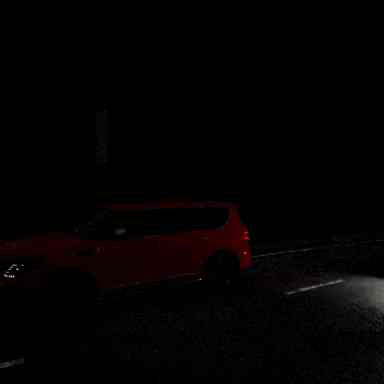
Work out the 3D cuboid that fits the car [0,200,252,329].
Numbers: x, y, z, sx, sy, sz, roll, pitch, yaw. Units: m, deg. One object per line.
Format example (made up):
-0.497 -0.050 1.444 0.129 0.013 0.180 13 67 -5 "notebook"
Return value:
-1.200 1.208 7.272 5.566 2.045 2.150 0 0 -34 "car"
